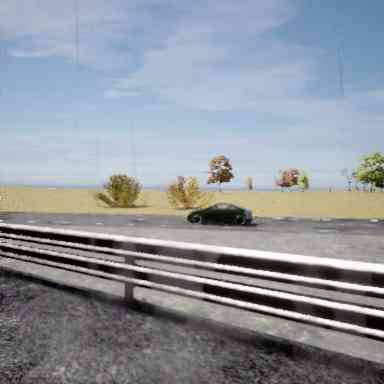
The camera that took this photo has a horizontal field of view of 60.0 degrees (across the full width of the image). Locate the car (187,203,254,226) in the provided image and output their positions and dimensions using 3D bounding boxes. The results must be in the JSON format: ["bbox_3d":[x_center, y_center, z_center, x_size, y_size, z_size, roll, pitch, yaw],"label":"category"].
[{"bbox_3d":[1.804,1.373,21.191,4.181,1.385,1.994,0,0,18],"label":"car"}]
